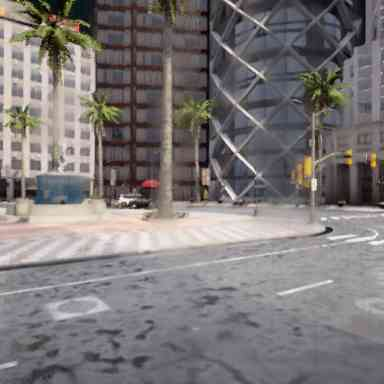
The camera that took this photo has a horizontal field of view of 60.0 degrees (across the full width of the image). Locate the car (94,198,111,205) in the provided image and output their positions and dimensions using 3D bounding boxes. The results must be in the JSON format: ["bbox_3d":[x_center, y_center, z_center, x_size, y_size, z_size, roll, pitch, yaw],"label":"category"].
[{"bbox_3d":[-16.402,1.686,58.787,4.181,1.385,1.994,0,0,2],"label":"car"}]

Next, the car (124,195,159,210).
[{"bbox_3d":[-6.339,1.604,46.140,5.008,1.535,1.882,0,-1,20],"label":"car"}]

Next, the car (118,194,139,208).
[{"bbox_3d":[-8.434,1.352,50.572,5.566,2.045,2.150,0,0,14],"label":"car"}]
